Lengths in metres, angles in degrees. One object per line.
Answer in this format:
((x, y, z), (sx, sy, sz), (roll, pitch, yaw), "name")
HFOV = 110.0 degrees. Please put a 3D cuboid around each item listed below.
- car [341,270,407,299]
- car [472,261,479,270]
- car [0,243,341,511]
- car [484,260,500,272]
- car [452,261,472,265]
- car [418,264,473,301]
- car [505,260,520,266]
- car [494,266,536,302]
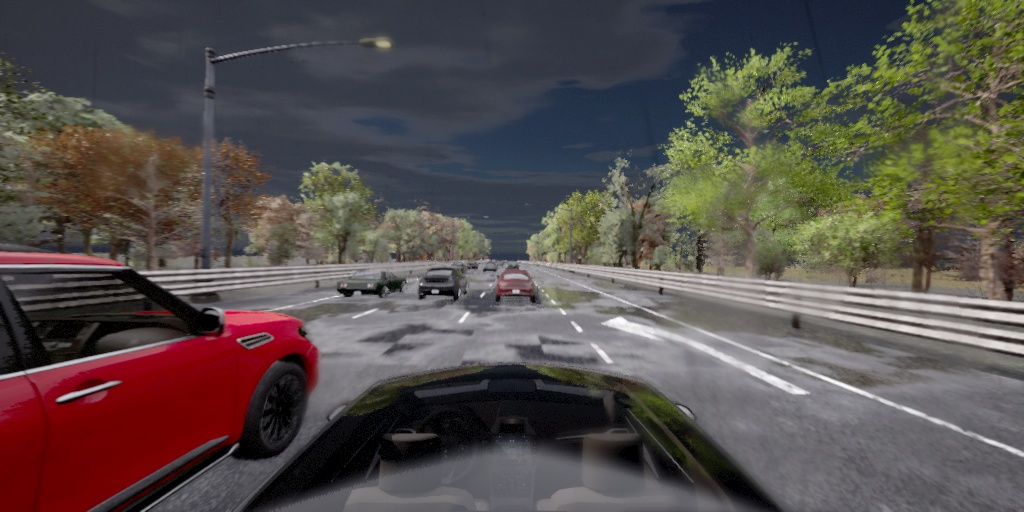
((-6.814, 1.362, 18.071), (1.895, 1.301, 4.718), (1, 0, 0), "car")
((-6.759, 1.662, 61.722), (1.837, 1.490, 4.892), (1, -1, 0), "car")
((-3.330, 0.920, 1.840), (2.150, 2.045, 5.566), (1, 0, 0), "car")
((-3.271, 1.718, 55.677), (1.994, 1.385, 4.181), (1, -1, 0), "car")
((-6.779, 1.495, 45.723), (2.128, 1.511, 4.902), (1, -1, 0), "car")
((-3.318, 1.322, 17.984), (1.837, 1.490, 4.892), (1, 0, 0), "car")
((0.242, 1.617, 61.586), (2.097, 1.767, 4.553), (1, -1, 0), "car")
((0.180, 1.397, 17.923), (1.812, 1.442, 4.674), (1, 0, 0), "car")
